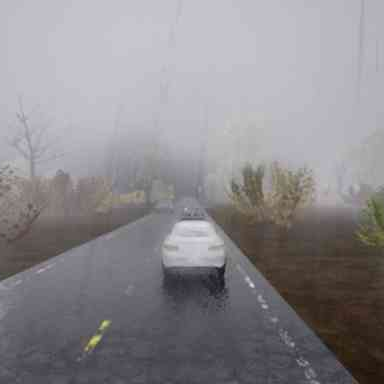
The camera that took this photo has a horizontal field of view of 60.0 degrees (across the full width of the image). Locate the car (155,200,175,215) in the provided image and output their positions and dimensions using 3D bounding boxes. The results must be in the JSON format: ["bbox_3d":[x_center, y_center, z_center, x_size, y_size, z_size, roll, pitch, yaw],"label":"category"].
[{"bbox_3d":[-3.156,1.767,39.630,2.097,1.767,4.553,0,-1,0],"label":"car"}]

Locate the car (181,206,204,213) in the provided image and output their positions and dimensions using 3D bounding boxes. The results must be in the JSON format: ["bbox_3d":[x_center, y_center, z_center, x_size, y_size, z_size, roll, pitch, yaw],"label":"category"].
[{"bbox_3d":[0.040,1.843,27.701,2.033,1.411,5.357,0,-1,0],"label":"car"}]

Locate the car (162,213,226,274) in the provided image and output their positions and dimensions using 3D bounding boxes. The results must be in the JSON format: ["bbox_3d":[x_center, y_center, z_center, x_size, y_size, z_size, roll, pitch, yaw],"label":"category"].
[{"bbox_3d":[0.053,1.646,10.928,1.812,1.442,4.674,0,-1,0],"label":"car"}]
